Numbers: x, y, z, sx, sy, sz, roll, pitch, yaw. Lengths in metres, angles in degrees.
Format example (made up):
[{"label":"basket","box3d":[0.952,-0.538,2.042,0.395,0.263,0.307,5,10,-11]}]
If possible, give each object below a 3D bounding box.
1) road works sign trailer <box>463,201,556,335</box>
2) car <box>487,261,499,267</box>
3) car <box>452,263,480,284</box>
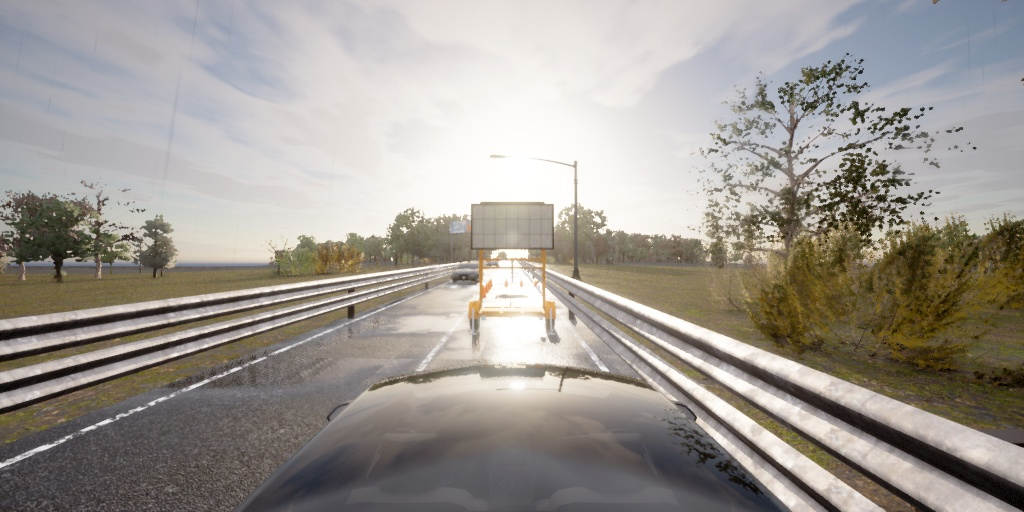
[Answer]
[{"label":"road works sign trailer","box3d":[0.013,0.218,10.505,2.380,3.560,2.880,0,0,0]},{"label":"car","box3d":[-3.230,1.264,61.614,2.128,1.511,4.902,0,0,0]},{"label":"car","box3d":[-3.342,1.264,27.258,1.837,1.490,4.892,0,0,0]}]
